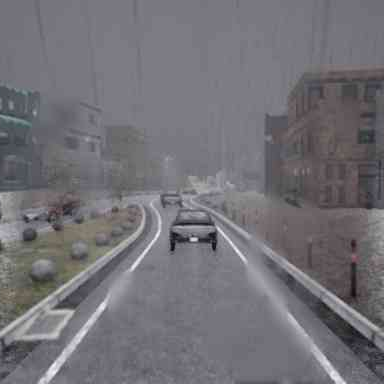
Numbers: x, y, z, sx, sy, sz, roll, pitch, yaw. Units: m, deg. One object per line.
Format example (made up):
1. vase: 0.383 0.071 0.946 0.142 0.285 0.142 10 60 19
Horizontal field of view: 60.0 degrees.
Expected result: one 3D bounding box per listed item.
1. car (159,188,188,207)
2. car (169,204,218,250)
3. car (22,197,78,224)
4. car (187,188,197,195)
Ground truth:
1. car: -2.024 0.548 31.567 2.128 1.511 4.902 0 4 -8
2. car: 0.025 1.492 14.406 2.128 1.511 4.902 0 0 -1
3. car: -9.588 1.160 22.766 2.128 1.511 4.902 0 5 7
4. car: -0.468 -0.095 62.291 2.033 1.411 5.357 1 0 13
